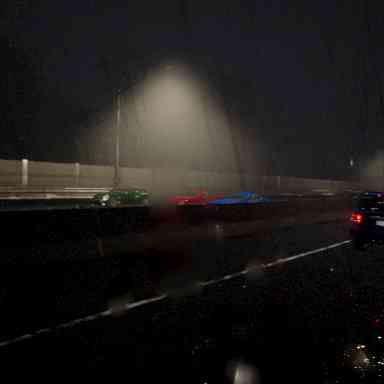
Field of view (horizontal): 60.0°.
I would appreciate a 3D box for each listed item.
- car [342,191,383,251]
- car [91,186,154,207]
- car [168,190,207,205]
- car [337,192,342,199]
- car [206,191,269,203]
[{"bbox_3d":[7.620,1.055,12.039,2.150,2.045,5.566,4,2,44],"label":"car"},{"bbox_3d":[-5.060,0.352,24.364,2.097,1.767,4.553,4,3,44],"label":"car"},{"bbox_3d":[0.408,0.642,24.973,1.882,1.535,5.008,4,3,44],"label":"car"},{"bbox_3d":[26.217,0.540,56.329,2.128,1.511,4.902,4,3,44],"label":"car"},{"bbox_3d":[3.490,0.808,23.126,1.882,1.535,5.008,4,3,44],"label":"car"}]
